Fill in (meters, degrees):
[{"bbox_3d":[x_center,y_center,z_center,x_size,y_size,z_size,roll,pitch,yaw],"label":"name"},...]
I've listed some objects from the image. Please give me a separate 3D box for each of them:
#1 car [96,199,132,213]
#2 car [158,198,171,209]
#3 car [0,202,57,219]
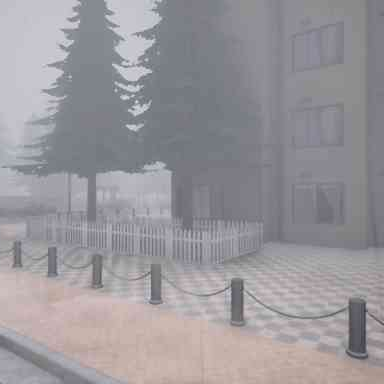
[{"bbox_3d":[-8.716,1.476,36.217,2.128,1.511,4.902,0,0,37],"label":"car"},{"bbox_3d":[-2.478,1.510,44.447,1.812,1.442,4.674,0,0,37],"label":"car"},{"bbox_3d":[-14.342,1.585,28.769,1.895,1.301,4.718,0,0,37],"label":"car"}]
